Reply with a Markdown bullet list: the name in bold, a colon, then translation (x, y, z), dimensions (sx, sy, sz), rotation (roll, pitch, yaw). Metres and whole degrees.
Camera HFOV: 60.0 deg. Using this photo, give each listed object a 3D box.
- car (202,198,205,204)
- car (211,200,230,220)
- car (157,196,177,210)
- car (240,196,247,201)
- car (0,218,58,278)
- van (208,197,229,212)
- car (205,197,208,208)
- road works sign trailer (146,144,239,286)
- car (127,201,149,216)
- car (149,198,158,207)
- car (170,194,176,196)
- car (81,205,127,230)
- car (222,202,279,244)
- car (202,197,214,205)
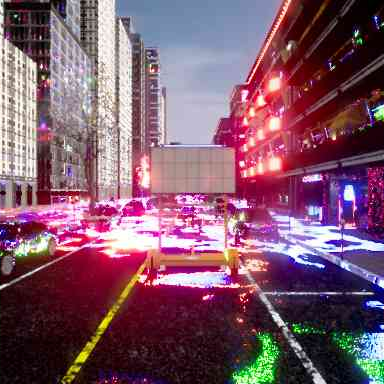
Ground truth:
- **car**: translation (2.816, 1.579, 48.904), dimensions (2.008, 1.369, 4.403), rotation (0, 0, 0)
- **car**: translation (2.759, 1.592, 26.774), dimensions (1.802, 1.307, 4.206), rotation (0, 0, 0)
- **car**: translation (-2.890, 1.586, 42.259), dimensions (1.994, 1.385, 4.181), rotation (0, 0, 0)
- **car**: translation (13.631, 1.410, 79.348), dimensions (4.403, 1.369, 2.008), rotation (-1, 1, 0)
- **car**: translation (-5.664, 1.546, 10.197), dimensions (1.887, 1.381, 4.507), rotation (0, 0, 0)
- **van**: translation (2.773, 1.355, 32.306), dimensions (1.690, 1.788, 3.998), rotation (0, 0, 0)
- **car**: translation (2.787, 1.458, 37.839), dimensions (1.967, 1.590, 4.097), rotation (0, 0, 0)
- **road works sign trailer**: translation (0.024, 0.465, 9.385), dimensions (2.380, 3.560, 2.880), rotation (0, 0, 0)
- **car**: translation (-5.607, 1.596, 32.329), dimensions (1.802, 1.307, 4.206), rotation (0, 0, 0)
- **car**: translation (-5.565, 1.553, 48.756), dimensions (1.752, 1.417, 4.829), rotation (0, 0, 0)
- **car**: translation (-5.453, 1.410, 92.380), dimensions (2.192, 1.841, 5.009), rotation (0, 0, 0)
- **car**: translation (-5.636, 1.531, 21.093), dimensions (1.752, 1.417, 4.829), rotation (0, 0, 0)
- **car**: translation (2.730, 1.443, 15.708), dimensions (1.967, 1.590, 4.097), rotation (0, 0, 0)
- **car**: translation (2.844, 1.591, 59.970), dimensions (2.008, 1.369, 4.403), rotation (0, 0, 0)
